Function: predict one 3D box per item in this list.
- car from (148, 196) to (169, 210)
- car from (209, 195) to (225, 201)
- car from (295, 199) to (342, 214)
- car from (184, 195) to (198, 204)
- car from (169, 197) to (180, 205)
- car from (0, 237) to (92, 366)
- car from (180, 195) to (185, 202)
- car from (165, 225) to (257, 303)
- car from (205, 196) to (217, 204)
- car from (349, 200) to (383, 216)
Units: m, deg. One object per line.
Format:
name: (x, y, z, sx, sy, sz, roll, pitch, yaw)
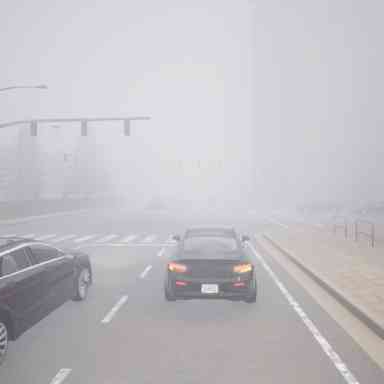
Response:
car: (-4.425, 1.351, 42.534, 2.097, 1.767, 4.553, 0, 0, -2)
car: (6.582, 1.532, 87.218, 4.181, 1.385, 1.994, 0, 0, -43)
car: (13.828, 1.560, 36.493, 4.892, 1.490, 1.837, 0, 0, 3)
car: (0.107, 1.525, 63.645, 1.812, 1.442, 4.674, 0, 0, 4)
car: (-3.857, 1.563, 59.438, 1.994, 1.385, 4.181, 0, 0, 4)
car: (-3.214, 1.492, 5.466, 2.128, 1.511, 4.902, 0, 0, 4)
car: (-1.689, 1.500, 74.232, 1.837, 1.490, 4.892, 0, 0, 19)
car: (0.456, 1.526, 8.119, 1.812, 1.442, 4.674, 0, 0, 4)
car: (3.608, 1.525, 63.450, 1.812, 1.442, 4.674, 0, 0, 5)
car: (18.082, 1.560, 32.787, 4.892, 1.490, 1.837, 0, 0, 2)
